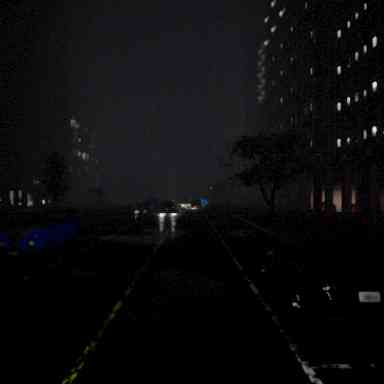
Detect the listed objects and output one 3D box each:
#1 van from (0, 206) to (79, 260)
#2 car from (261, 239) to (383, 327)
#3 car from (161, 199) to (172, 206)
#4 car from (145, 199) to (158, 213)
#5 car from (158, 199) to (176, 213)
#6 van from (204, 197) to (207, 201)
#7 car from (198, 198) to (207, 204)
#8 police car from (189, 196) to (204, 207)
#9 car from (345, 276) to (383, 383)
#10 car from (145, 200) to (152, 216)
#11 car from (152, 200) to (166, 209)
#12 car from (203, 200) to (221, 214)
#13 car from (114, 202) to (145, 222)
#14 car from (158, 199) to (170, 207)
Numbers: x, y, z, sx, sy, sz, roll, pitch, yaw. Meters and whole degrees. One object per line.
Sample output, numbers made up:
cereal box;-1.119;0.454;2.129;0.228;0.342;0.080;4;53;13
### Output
van;-5.707;1.467;12.713;1.690;1.788;3.998;-1;-1;0
car;2.678;1.636;7.087;1.947;1.339;4.313;-1;-1;0
car;-5.716;2.340;74.582;2.008;1.369;4.403;-1;-1;0
car;-5.709;1.961;40.834;1.887;1.381;4.507;-1;-1;0
car;-3.095;1.952;43.538;1.837;1.490;4.892;0;-1;0
van;2.660;2.129;74.587;1.690;1.788;3.998;-1;-1;0
car;2.660;2.358;85.835;1.967;1.590;4.097;-1;-1;0
police car;0.887;2.126;66.821;1.930;1.638;5.238;0;-1;0
car;2.679;1.581;1.462;1.947;1.339;4.313;-1;-1;0
car;-5.709;1.880;35.040;1.752;1.417;4.829;-1;-1;0
car;-5.713;2.145;57.708;1.887;1.381;4.507;-1;-1;0
car;2.671;1.998;40.836;1.802;1.307;4.206;-1;-1;0
car;-5.707;1.848;29.584;2.008;1.369;4.403;-1;-1;0
car;-5.715;2.276;68.958;2.008;1.369;4.403;-1;-1;0
